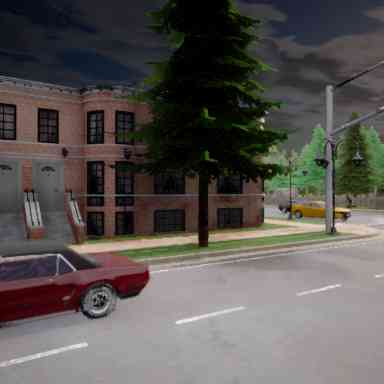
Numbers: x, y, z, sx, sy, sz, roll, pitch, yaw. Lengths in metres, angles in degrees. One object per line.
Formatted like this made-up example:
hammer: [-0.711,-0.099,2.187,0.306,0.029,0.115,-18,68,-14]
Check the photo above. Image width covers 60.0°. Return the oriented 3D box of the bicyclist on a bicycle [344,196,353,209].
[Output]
bicyclist on a bicycle: [19.144,1.301,40.639,1.656,1.620,0.582,0,0,-31]

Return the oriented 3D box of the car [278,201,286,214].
car: [10.824,1.491,33.156,2.128,1.511,4.902,0,0,-31]

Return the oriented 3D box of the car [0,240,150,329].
car: [-3.238,1.601,5.836,4.718,1.301,1.895,0,0,-34]

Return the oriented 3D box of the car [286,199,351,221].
car: [10.390,1.478,27.031,1.882,1.535,5.008,0,0,-31]
